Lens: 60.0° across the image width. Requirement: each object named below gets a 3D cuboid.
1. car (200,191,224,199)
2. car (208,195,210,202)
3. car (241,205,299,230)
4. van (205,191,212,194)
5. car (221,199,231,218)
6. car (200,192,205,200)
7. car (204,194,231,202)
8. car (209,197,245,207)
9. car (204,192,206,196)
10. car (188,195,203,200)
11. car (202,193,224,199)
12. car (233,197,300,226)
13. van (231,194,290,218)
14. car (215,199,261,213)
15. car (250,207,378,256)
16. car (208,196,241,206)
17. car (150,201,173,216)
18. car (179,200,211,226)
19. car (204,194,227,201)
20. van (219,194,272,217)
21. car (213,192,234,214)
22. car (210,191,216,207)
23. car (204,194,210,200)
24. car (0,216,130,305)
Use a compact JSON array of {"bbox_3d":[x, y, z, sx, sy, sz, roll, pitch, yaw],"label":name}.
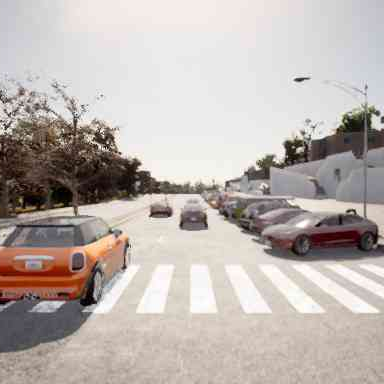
[{"bbox_3d":[5.142,0.716,84.766,5.566,2.045,2.435,1,0,-20],"label":"car"},{"bbox_3d":[5.064,1.488,42.976,4.792,1.488,2.163,1,1,-20],"label":"car"},{"bbox_3d":[5.074,1.528,16.135,4.674,1.452,2.002,1,0,-20],"label":"car"},{"bbox_3d":[4.992,1.134,54.874,4.442,1.987,1.878,0,1,-20],"label":"van"},{"bbox_3d":[5.077,1.488,25.082,4.892,1.521,2.231,1,0,-20],"label":"car"},{"bbox_3d":[4.928,1.234,63.813,5.366,1.575,1.946,0,1,-20],"label":"car"},{"bbox_3d":[5.130,1.224,66.875,4.792,1.488,2.163,0,1,-20],"label":"car"},{"bbox_3d":[5.121,1.450,48.972,4.792,1.488,2.163,1,0,-20],"label":"car"},{"bbox_3d":[5.071,1.197,57.902,4.553,1.767,2.185,0,1,-20],"label":"car"},{"bbox_3d":[0.119,1.503,41.156,1.812,1.442,4.674,0,0,0],"label":"car"},{"bbox_3d":[5.121,1.001,81.767,4.892,1.521,2.231,1,1,-20],"label":"car"},{"bbox_3d":[5.052,1.362,19.108,4.553,1.767,2.185,1,0,-20],"label":"car"},{"bbox_3d":[5.193,1.263,22.143,4.442,1.987,1.878,1,0,-20],"label":"van"},{"bbox_3d":[5.085,1.519,37.019,4.674,1.452,2.002,1,0,-20],"label":"car"},{"bbox_3d":[5.051,1.518,13.117,4.792,1.488,2.163,1,0,-20],"label":"car"},{"bbox_3d":[5.091,1.430,51.945,4.674,1.452,2.002,1,0,-20],"label":"car"},{"bbox_3d":[-2.884,1.562,32.186,1.994,1.385,4.181,0,0,0],"label":"car"},{"bbox_3d":[0.110,1.524,23.121,1.812,1.442,4.674,0,0,0],"label":"car"},{"bbox_3d":[5.102,1.149,72.828,4.674,1.452,2.002,1,1,-20],"label":"car"},{"bbox_3d":[4.980,1.259,31.004,4.442,1.987,1.878,1,0,-20],"label":"van"},{"bbox_3d":[5.063,1.235,28.051,5.566,2.045,2.435,1,0,-20],"label":"car"},{"bbox_3d":[5.117,1.234,34.047,5.566,2.045,2.435,1,0,-20],"label":"car"},{"bbox_3d":[4.921,1.435,45.903,5.366,1.575,1.946,1,1,-20],"label":"car"},{"bbox_3d":[-2.896,1.352,8.217,2.097,1.767,4.553,0,0,0],"label":"car"}]
